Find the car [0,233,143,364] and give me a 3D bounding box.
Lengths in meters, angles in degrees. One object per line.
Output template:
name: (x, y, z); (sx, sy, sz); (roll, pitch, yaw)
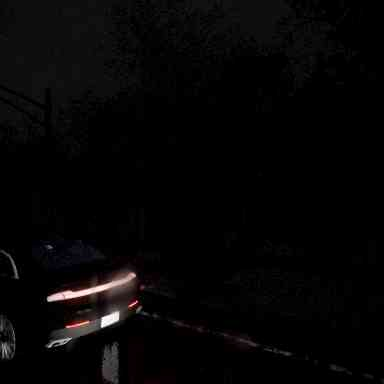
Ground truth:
car: (-3.069, 1.491, 5.864); (4.902, 1.511, 2.128); (0, 0, 35)
